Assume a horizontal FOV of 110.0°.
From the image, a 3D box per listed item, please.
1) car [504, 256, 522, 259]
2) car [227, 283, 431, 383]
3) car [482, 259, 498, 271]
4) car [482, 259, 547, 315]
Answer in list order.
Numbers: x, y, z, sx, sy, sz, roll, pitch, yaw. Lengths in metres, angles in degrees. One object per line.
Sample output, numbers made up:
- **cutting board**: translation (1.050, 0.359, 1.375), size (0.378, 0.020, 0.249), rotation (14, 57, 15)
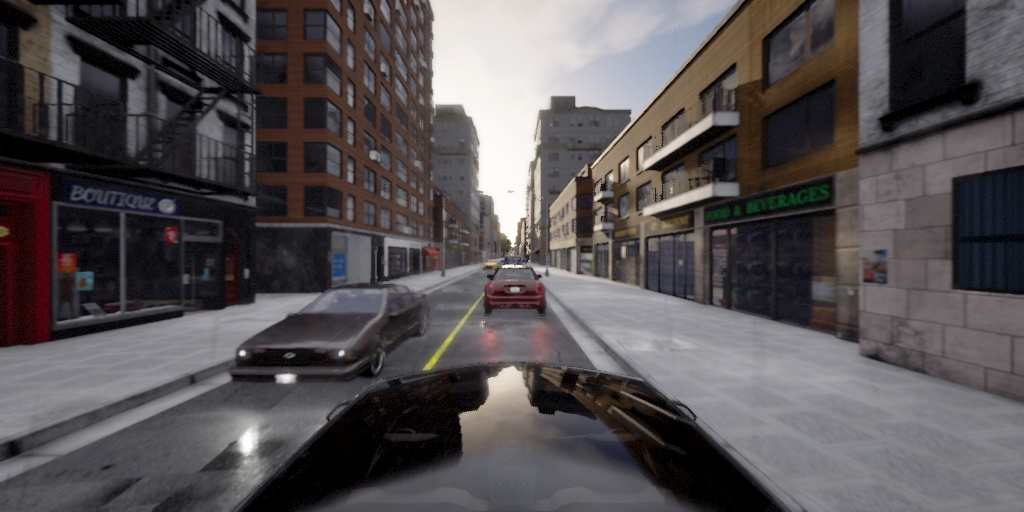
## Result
- **car**: translation (0.105, 0.991, 36.460), size (2.150, 2.045, 5.566), rotation (0, 0, 0)
- **car**: translation (-3.099, 1.300, 7.583), size (2.033, 1.411, 5.357), rotation (0, 0, 0)
- **car**: translation (-3.067, 1.262, 50.461), size (1.882, 1.535, 5.008), rotation (0, 0, 0)
- **car**: translation (0.102, 1.108, 13.711), size (2.097, 1.767, 4.553), rotation (0, 0, 0)
